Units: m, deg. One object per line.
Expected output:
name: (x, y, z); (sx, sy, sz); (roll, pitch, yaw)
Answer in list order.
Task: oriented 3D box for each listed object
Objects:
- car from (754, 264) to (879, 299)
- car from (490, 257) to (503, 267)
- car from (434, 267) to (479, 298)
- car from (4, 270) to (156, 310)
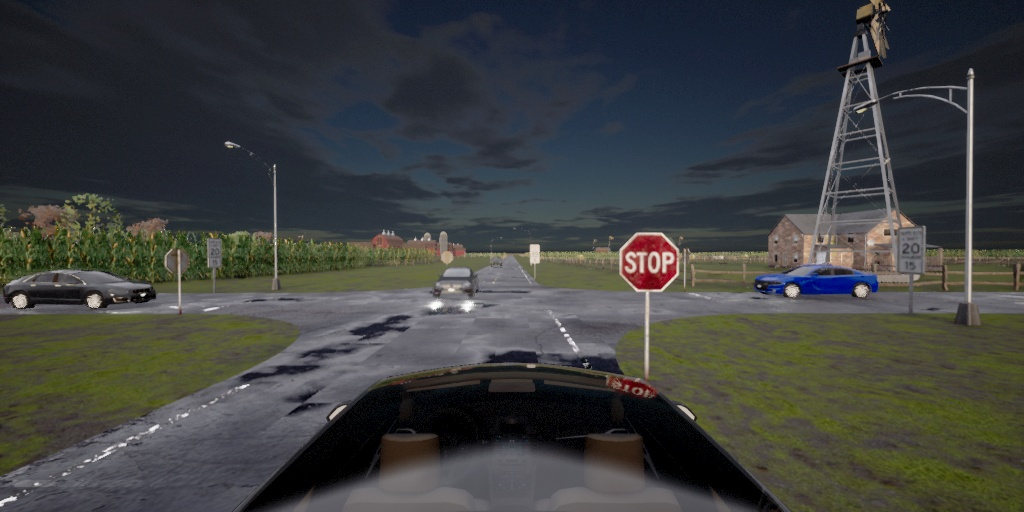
car: (14.352, 1.162, 17.102); (5.008, 1.535, 1.882); (0, 1, 2)
car: (-2.739, 1.009, 63.120); (2.097, 1.767, 4.553); (0, 0, 0)
car: (-2.747, 1.289, 18.589); (1.812, 1.442, 4.674); (0, 0, 0)
car: (-17.539, 1.338, 14.693); (4.892, 1.490, 1.837); (0, 1, 0)
